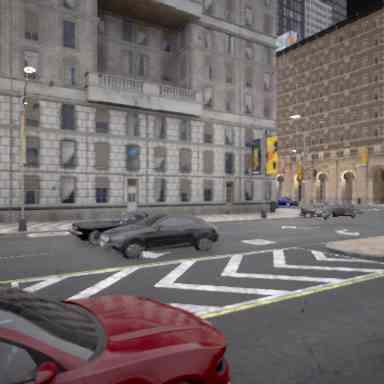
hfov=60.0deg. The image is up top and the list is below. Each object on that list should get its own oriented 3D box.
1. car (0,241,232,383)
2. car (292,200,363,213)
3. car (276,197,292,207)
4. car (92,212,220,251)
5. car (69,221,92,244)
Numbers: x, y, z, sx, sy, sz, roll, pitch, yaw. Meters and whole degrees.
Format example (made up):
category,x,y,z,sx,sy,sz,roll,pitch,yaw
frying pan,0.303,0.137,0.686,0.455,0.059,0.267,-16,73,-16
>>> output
category,x,y,z,sx,sy,sz,roll,pitch,yaw
car,-1.976,1.476,2.526,5.008,1.535,1.882,0,0,-31
car,9.874,1.197,23.364,5.357,1.411,2.033,0,0,-32
car,14.671,1.559,52.754,1.882,1.535,5.008,0,0,-32
car,-1.101,1.536,12.632,4.674,1.442,1.812,0,0,-31
car,-3.140,1.611,15.488,4.718,1.301,1.895,0,0,-31
